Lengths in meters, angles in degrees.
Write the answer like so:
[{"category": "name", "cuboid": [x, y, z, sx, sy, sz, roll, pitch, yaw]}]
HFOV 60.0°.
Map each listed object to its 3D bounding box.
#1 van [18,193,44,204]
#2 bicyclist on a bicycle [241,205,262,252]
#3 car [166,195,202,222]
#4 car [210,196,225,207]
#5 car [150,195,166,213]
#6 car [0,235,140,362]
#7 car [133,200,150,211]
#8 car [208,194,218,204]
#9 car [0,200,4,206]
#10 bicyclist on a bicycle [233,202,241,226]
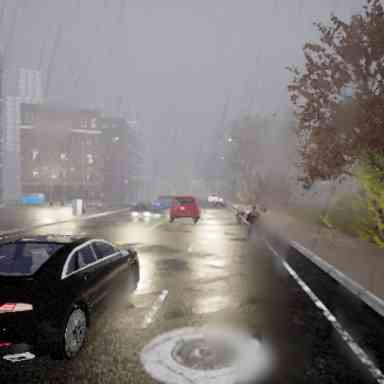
[{"category": "van", "cuboid": [-26.764, 1.144, 55.614, 3.998, 1.788, 1.690, 1, -1, -27]}, {"category": "bicyclist on a bicycle", "cuboid": [2.431, 1.403, 13.114, 0.659, 1.776, 1.843, 0, 0, 5]}, {"category": "car", "cuboid": [-0.473, 1.304, 27.015, 2.150, 2.045, 5.566, 0, 0, 4]}, {"category": "car", "cuboid": [4.165, 1.733, 52.419, 1.895, 1.301, 4.718, 0, 0, 2]}, {"category": "car", "cuboid": [-3.110, 1.348, 39.157, 2.150, 2.045, 5.566, 0, 0, 4]}, {"category": "car", "cuboid": [-2.332, 1.517, 6.004, 2.128, 1.511, 4.902, 0, 0, 6]}, {"category": "car", "cuboid": [-6.136, 1.745, 42.490, 1.895, 1.301, 4.718, 0, 0, 3]}, {"category": "car", "cuboid": [4.536, 1.393, 69.567, 2.150, 2.045, 5.566, 0, 0, 1]}, {"category": "car", "cuboid": [-28.130, 1.339, 45.547, 4.206, 1.307, 1.802, 1, -1, -27]}, {"category": "bicyclist on a bicycle", "cuboid": [3.301, 1.495, 22.926, 0.866, 1.612, 1.509, 0, 0, 4]}]
